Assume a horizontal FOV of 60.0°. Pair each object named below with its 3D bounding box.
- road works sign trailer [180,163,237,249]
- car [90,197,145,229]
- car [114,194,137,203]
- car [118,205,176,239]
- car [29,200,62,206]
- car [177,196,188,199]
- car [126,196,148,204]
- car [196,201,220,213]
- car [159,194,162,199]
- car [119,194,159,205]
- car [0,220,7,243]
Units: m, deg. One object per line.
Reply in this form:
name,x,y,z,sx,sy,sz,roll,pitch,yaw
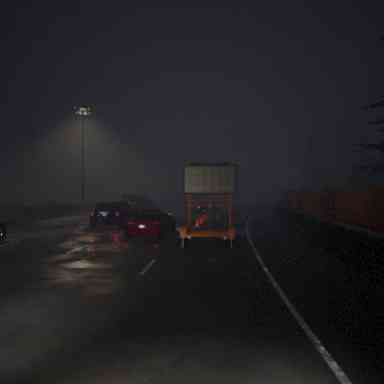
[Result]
road works sign trailer,0.808,0.498,14.936,2.380,3.560,2.880,0,0,8
car,-4.975,1.400,22.206,2.097,1.767,4.553,0,0,8
car,-14.654,1.384,73.815,2.150,2.045,5.566,0,0,25
car,-2.105,1.603,17.653,1.994,1.385,4.181,0,0,7
car,-16.418,1.604,37.416,1.812,1.442,4.674,0,0,14
car,-1.853,1.661,75.949,2.128,1.511,4.902,0,0,26
car,-11.724,1.691,71.826,2.033,1.411,5.357,0,0,25
car,1.937,1.685,37.865,1.895,1.301,4.718,0,0,15
car,-8.461,1.375,70.537,2.150,2.045,5.566,0,0,25
car,-5.816,1.297,35.884,2.150,2.045,5.566,0,-1,14
car,-9.624,1.379,13.365,2.097,1.767,4.553,0,0,5
